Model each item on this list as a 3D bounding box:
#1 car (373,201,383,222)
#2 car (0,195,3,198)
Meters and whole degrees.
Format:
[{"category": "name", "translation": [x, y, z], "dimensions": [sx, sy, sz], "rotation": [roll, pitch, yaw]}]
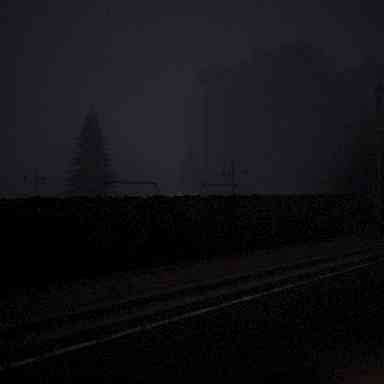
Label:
[{"category": "car", "translation": [13.794, 1.338, 20.633], "dimensions": [2.097, 1.767, 4.553], "rotation": [0, 0, -34]}, {"category": "car", "translation": [-40.344, 1.374, 67.378], "dimensions": [3.633, 1.501, 1.845], "rotation": [0, 0, -38]}]
